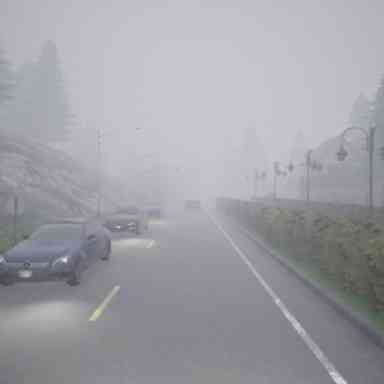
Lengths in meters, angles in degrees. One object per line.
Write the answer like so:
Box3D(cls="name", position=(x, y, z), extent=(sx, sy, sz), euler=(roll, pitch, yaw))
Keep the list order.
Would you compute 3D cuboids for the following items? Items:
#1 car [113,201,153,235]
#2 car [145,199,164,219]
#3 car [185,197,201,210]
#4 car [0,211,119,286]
Box3D(cls="car", position=(-3.583, 1.472, 18.653), extent=(1.837, 1.490, 4.892), euler=(0, 0, 0))
Box3D(cls="car", position=(-3.550, 1.426, 28.964), extent=(1.882, 1.535, 5.008), euler=(0, 0, 1))
Box3D(cls="car", position=(0.114, 1.404, 40.935), extent=(1.882, 1.535, 5.008), euler=(0, 0, 0))
Box3D(cls="car", position=(-3.587, 1.509, 9.516), extent=(1.812, 1.442, 4.674), euler=(0, 0, 0))
